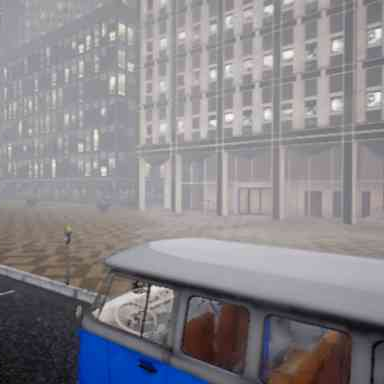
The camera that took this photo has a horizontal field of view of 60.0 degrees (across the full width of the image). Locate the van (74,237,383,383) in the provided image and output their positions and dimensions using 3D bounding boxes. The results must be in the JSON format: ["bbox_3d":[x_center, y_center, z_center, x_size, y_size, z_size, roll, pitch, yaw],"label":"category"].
[{"bbox_3d":[0.879,1.333,2.260,3.998,1.788,1.690,1,0,36],"label":"van"}]
